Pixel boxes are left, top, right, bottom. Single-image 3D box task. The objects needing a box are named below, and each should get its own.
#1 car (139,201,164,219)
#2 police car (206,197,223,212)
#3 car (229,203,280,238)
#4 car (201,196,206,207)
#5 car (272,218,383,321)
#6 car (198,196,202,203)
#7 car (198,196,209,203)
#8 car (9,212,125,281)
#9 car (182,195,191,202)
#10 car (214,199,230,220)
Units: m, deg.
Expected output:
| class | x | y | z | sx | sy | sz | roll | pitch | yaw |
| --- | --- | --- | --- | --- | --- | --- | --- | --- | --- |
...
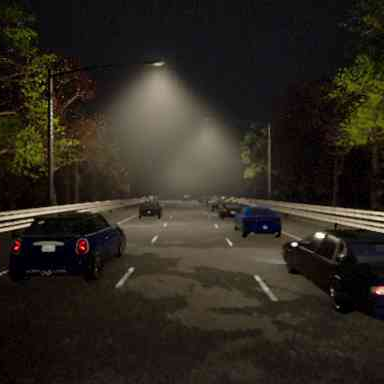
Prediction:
| class | x | y | z | sx | sy | sz | roll | pitch | yaw |
| --- | --- | --- | --- | --- | --- | --- | --- | --- | --- |
| car | -3.585 | 1.546 | 30.003 | 1.882 | 1.535 | 5.008 | 0 | 0 | -1 |
| police car | 3.179 | 1.515 | 40.356 | 1.930 | 1.638 | 5.238 | 0 | 0 | -1 |
| car | 3.435 | 1.521 | 18.172 | 1.882 | 1.535 | 5.008 | 0 | 0 | 0 |
| car | 2.985 | 1.603 | 51.281 | 2.128 | 1.511 | 4.902 | 0 | 0 | -1 |
| car | 3.585 | 1.566 | 7.598 | 2.033 | 1.411 | 5.357 | 0 | 0 | 0 |
| car | 2.740 | 1.609 | 62.316 | 1.882 | 1.535 | 5.008 | 0 | 0 | -1 |
| car | 2.449 | 1.653 | 73.380 | 2.163 | 1.488 | 4.792 | 0 | 0 | -2 |
| car | -3.429 | 1.377 | 10.058 | 2.097 | 1.767 | 4.553 | 0 | 0 | 0 |
| car | -1.308 | 1.622 | 82.139 | 2.128 | 1.511 | 4.902 | 0 | 0 | -2 |
| car | 3.331 | 1.629 | 29.209 | 1.994 | 1.385 | 4.181 | 0 | 0 | -1 |
